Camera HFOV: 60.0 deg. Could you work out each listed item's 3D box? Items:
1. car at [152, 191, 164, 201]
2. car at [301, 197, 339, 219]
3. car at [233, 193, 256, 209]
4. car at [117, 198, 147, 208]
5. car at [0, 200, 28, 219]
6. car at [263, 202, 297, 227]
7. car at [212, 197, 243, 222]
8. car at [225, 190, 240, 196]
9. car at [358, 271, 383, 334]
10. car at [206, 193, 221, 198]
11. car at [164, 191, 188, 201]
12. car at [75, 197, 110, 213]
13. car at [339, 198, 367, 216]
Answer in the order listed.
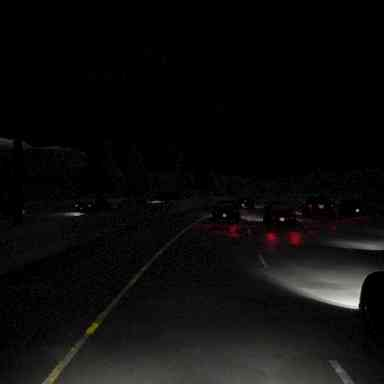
[{"bbox_3d":[-5.922,0.737,66.982,2.150,2.045,5.566,0,0,24],"label":"car"},{"bbox_3d":[10.339,1.174,27.529,2.097,1.767,4.553,0,0,12],"label":"car"},{"bbox_3d":[6.567,1.227,40.552,1.837,1.490,4.892,0,0,17],"label":"car"},{"bbox_3d":[-6.170,1.307,34.578,1.994,1.385,4.181,0,0,14],"label":"car"},{"bbox_3d":[-15.058,1.350,26.287,1.994,1.385,4.181,0,0,11],"label":"car"},{"bbox_3d":[5.593,1.382,21.471,1.812,1.442,4.674,0,0,9],"label":"car"},{"bbox_3d":[2.552,1.357,24.334,1.812,1.442,4.674,0,0,10],"label":"car"},{"bbox_3d":[9.025,0.605,73.196,2.150,2.045,5.566,0,0,28],"label":"car"},{"bbox_3d":[3.801,1.541,4.012,1.994,1.385,4.181,0,0,2],"label":"car"},{"bbox_3d":[4.578,0.885,72.373,1.882,1.535,5.008,0,0,28],"label":"car"},{"bbox_3d":[-2.809,0.752,65.376,2.150,2.045,5.566,0,0,24],"label":"car"},{"bbox_3d":[-9.960,1.267,33.826,1.812,1.442,4.674,0,0,13],"label":"car"},{"bbox_3d":[14.664,1.312,30.658,1.837,1.490,4.892,0,0,14],"label":"car"}]
